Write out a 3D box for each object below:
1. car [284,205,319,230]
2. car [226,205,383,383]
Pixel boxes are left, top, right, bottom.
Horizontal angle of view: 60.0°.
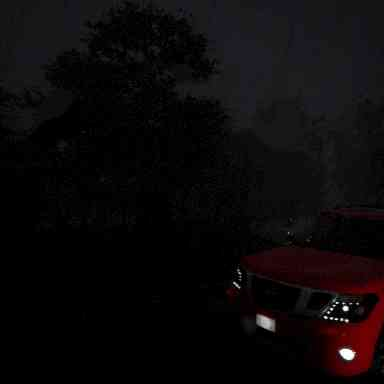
[{"bbox_3d":[8.056,1.743,24.047,2.033,1.411,5.357,0,0,22],"label":"car"},{"bbox_3d":[3.168,1.276,5.688,5.566,2.045,2.150,1,0,-35],"label":"car"}]
